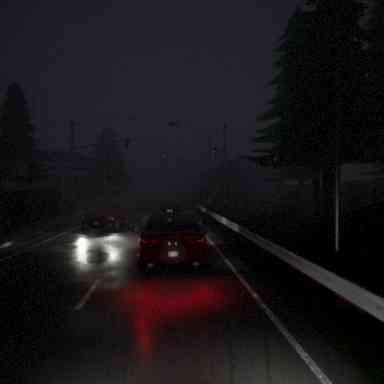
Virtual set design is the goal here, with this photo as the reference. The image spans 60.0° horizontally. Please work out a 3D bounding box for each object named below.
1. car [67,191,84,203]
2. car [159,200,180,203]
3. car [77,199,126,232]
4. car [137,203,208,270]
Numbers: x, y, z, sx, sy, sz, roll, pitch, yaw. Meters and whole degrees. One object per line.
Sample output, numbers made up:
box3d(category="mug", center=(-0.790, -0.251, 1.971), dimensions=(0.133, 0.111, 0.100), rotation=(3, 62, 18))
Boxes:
box3d(category="car", center=(-18.501, 0.758, 53.018), dimensions=(1.905, 1.878, 3.866), rotation=(0, 1, -5))
box3d(category="car", center=(-1.419, 1.267, 21.085), dimensions=(1.837, 1.490, 4.892), rotation=(0, 1, -4))
box3d(category="car", center=(-4.940, 1.273, 19.051), dimensions=(1.882, 1.535, 5.008), rotation=(0, 1, -4))
box3d(category="car", center=(-0.644, 1.356, 10.702), dimensions=(1.882, 1.535, 5.008), rotation=(0, 1, -4))
